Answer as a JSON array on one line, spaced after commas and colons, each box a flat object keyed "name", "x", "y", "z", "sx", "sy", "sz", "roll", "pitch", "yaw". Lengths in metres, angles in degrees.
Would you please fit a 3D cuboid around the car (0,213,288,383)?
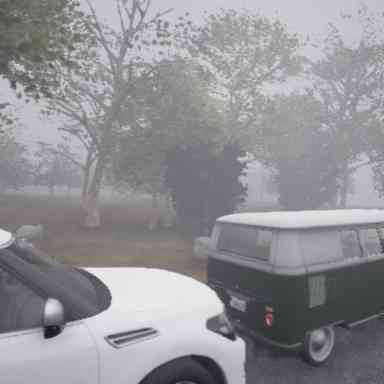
[{"name": "car", "x": -2.152, "y": 1.225, "z": 2.522, "sx": 5.566, "sy": 2.045, "sz": 2.435, "roll": 1, "pitch": -1, "yaw": -33}]

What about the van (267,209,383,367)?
[{"name": "van", "x": 2.458, "y": 1.315, "z": 5.801, "sx": 4.442, "sy": 1.987, "sz": 1.878, "roll": 1, "pitch": -1, "yaw": -33}]
